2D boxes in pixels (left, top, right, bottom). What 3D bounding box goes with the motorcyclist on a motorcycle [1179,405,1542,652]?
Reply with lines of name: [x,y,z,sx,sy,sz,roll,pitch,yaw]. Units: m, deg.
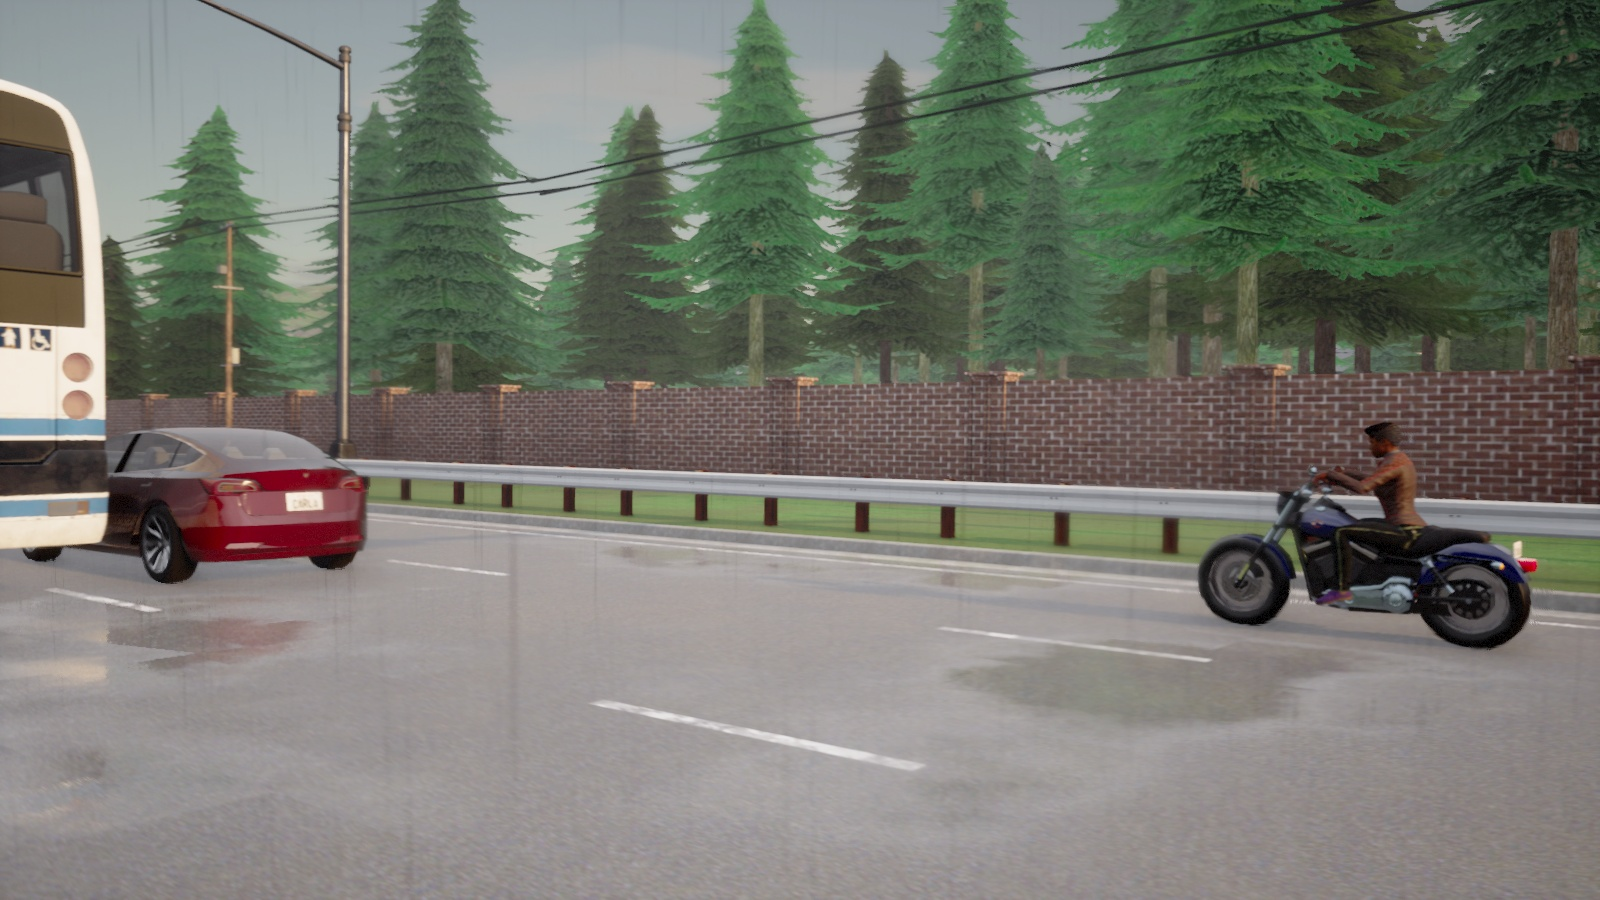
motorcyclist on a motorcycle: [4.137,0.523,9.404,2.350,1.649,0.766,0,1,38]

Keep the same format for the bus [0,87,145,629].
bus: [-10.862,-0.713,12.346,10.273,4.253,3.944,0,1,38]

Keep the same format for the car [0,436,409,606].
car: [-6.535,0.612,13.407,4.792,1.488,2.163,0,1,38]
